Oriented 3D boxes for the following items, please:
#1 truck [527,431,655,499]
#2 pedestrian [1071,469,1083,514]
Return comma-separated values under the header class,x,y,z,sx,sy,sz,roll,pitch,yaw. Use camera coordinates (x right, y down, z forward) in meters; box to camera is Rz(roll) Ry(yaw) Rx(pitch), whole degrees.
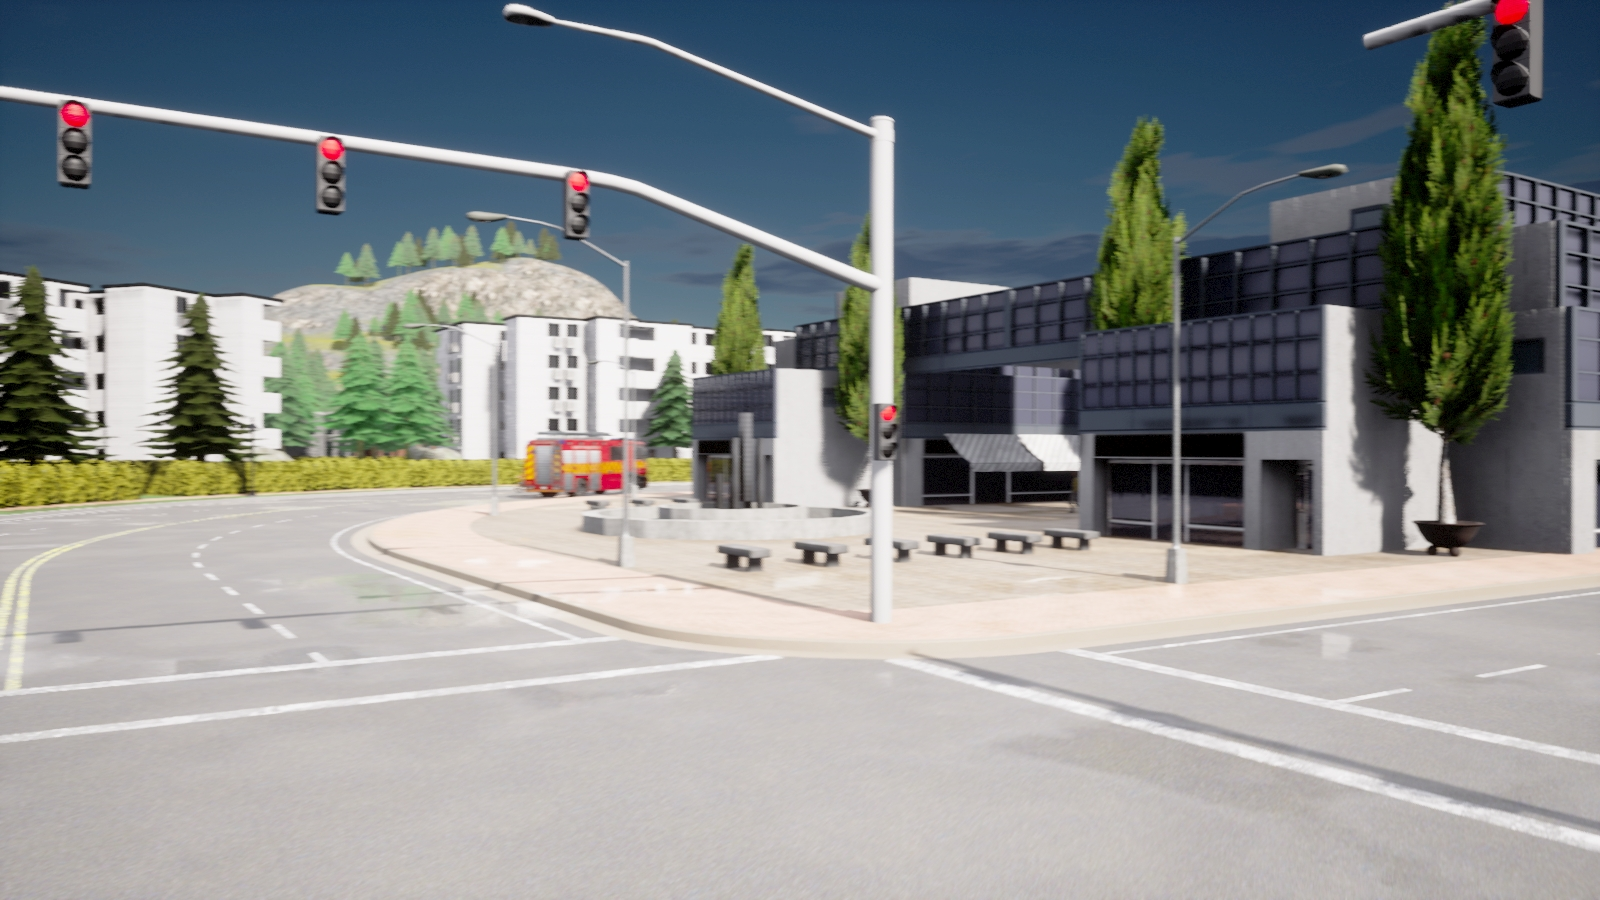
class,x,y,z,sx,sy,sz,roll,pitch,yaw
truck,-12.413,0.868,68.748,2.891,3.827,8.468,0,0,29
pedestrian,11.522,1.713,47.527,0.375,1.860,0.375,0,0,-12
